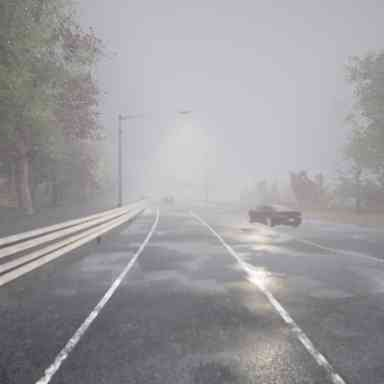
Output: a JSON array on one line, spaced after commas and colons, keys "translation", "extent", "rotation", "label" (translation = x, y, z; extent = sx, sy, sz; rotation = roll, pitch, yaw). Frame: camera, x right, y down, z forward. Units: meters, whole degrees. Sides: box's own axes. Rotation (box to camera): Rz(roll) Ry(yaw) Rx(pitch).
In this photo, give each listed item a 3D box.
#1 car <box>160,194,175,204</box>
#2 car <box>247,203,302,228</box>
[{"translation": [-4.649, 1.262, 62.299], "extent": [2.097, 1.767, 4.553], "rotation": [0, 0, -14], "label": "car"}, {"translation": [5.329, 1.497, 22.175], "extent": [1.882, 1.535, 5.008], "rotation": [2, 0, -14], "label": "car"}]
